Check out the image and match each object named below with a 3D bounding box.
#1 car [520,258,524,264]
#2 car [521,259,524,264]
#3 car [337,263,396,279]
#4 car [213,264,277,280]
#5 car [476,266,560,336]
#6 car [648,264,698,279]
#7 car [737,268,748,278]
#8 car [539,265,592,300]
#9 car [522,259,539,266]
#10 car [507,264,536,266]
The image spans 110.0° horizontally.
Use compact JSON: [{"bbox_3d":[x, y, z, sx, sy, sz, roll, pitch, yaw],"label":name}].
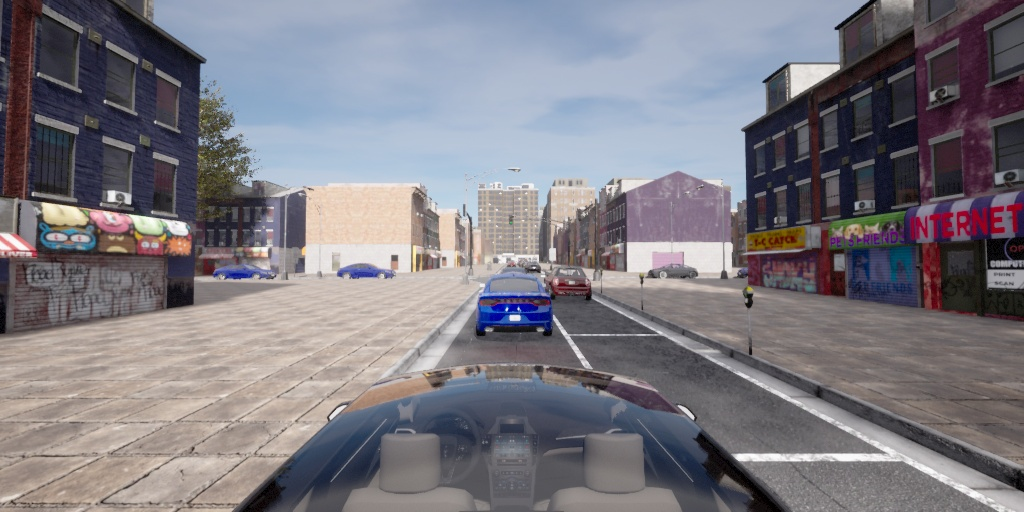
[{"bbox_3d":[2.606,1.457,55.578,1.751,1.417,4.829,0,0,0],"label":"car"},{"bbox_3d":[2.609,1.460,49.972,1.948,1.339,4.313,0,0,0],"label":"car"},{"bbox_3d":[-12.071,1.298,29.835,4.674,1.442,1.812,0,-2,0],"label":"car"},{"bbox_3d":[-22.219,1.372,29.893,4.674,1.442,1.812,-1,-2,1],"label":"car"},{"bbox_3d":[0.035,1.235,10.487,1.882,1.535,5.008,0,0,-1],"label":"car"},{"bbox_3d":[14.589,1.384,32.629,4.181,1.385,1.994,0,-2,0],"label":"car"},{"bbox_3d":[23.044,1.342,32.579,4.674,1.442,1.812,0,-2,0],"label":"car"},{"bbox_3d":[2.627,1.209,17.792,1.967,1.591,4.097,0,0,0],"label":"car"},{"bbox_3d":[2.612,1.427,44.536,1.948,1.339,4.313,0,0,0],"label":"car"},{"bbox_3d":[0.090,1.295,17.991,1.812,1.442,4.674,0,0,0],"label":"car"}]
